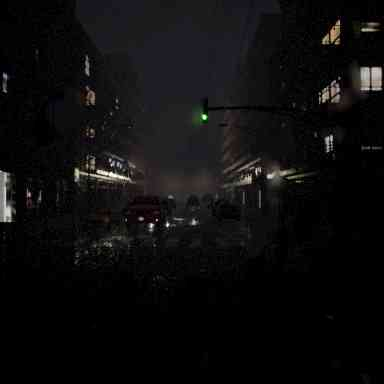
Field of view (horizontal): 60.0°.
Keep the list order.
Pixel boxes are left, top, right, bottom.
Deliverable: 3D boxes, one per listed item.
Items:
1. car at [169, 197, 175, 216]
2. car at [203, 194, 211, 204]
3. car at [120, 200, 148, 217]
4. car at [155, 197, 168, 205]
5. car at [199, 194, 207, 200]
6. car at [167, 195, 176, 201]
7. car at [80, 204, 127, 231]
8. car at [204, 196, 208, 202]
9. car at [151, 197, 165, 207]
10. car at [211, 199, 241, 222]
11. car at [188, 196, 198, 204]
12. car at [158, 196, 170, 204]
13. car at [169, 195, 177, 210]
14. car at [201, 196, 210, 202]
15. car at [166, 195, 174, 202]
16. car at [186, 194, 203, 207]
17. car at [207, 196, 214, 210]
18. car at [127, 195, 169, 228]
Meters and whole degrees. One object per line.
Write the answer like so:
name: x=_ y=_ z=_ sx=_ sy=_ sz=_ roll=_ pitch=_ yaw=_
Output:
car: x=-2.962 y=1.512 z=32.758 sx=1.837 sy=1.490 sz=4.892 roll=0 pitch=0 yaw=0
car: x=2.959 y=1.334 z=65.234 sx=2.192 sy=1.841 sz=5.009 roll=1 pitch=0 yaw=0
car: x=-5.556 y=1.551 z=32.140 sx=1.887 sy=1.381 sz=4.507 roll=1 pitch=0 yaw=0
car: x=-5.447 y=1.567 z=59.757 sx=2.008 sy=1.369 sz=4.403 roll=1 pitch=0 yaw=0
car: x=3.067 y=1.474 z=92.851 sx=1.967 sy=1.590 sz=4.097 roll=1 pitch=0 yaw=0
car: x=-5.337 y=1.581 z=87.374 sx=2.008 sy=1.369 sz=4.403 roll=1 pitch=0 yaw=0
car: x=-5.600 y=1.529 z=20.923 sx=1.752 sy=1.417 sz=4.829 roll=1 pitch=0 yaw=0
car: x=2.868 y=1.592 z=43.140 sx=1.802 sy=1.307 sz=4.206 roll=1 pitch=0 yaw=0
car: x=-5.469 y=1.539 z=54.064 sx=1.752 sy=1.417 sz=4.829 roll=1 pitch=0 yaw=0
car: x=2.803 y=1.550 z=26.569 sx=1.887 sy=1.381 sz=4.507 roll=1 pitch=0 yaw=0
car: x=0.249 y=1.522 z=62.846 sx=1.837 sy=1.490 sz=4.892 roll=0 pitch=0 yaw=0
car: x=-5.425 y=1.563 z=65.281 sx=1.887 sy=1.381 sz=4.507 roll=1 pitch=0 yaw=0
car: x=-2.916 y=1.536 z=43.209 sx=1.812 sy=1.442 sz=4.674 roll=0 pitch=0 yaw=1
car: x=3.000 y=1.590 z=76.280 sx=1.947 sy=1.339 sz=4.313 roll=1 pitch=0 yaw=0
car: x=-5.359 y=1.552 z=81.680 sx=1.752 sy=1.417 sz=4.829 roll=1 pitch=0 yaw=0
car: x=0.210 y=1.365 z=52.811 sx=2.097 sy=1.767 sz=4.553 roll=0 pitch=0 yaw=0
car: x=2.826 y=1.447 z=32.093 sx=1.967 sy=1.590 sz=4.097 roll=1 pitch=0 yaw=0
car: x=-2.996 y=1.226 z=22.306 sx=2.150 sy=2.045 sz=5.566 roll=0 pitch=0 yaw=0
